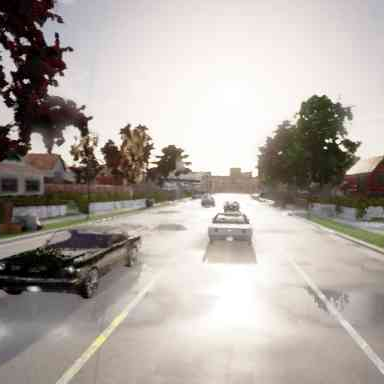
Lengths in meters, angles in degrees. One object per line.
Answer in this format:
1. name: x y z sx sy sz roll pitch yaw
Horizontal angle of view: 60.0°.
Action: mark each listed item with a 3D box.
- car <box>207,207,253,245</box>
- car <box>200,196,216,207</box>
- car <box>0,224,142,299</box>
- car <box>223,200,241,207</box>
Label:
1. car: 1.821 1.623 15.762 1.895 1.301 4.718 1 0 7
2. car: 2.511 1.379 51.490 2.097 1.767 4.553 1 0 7
3. car: -2.789 1.572 8.612 1.895 1.301 4.718 1 0 7
4. car: 4.339 1.599 36.529 2.033 1.411 5.357 1 0 7
